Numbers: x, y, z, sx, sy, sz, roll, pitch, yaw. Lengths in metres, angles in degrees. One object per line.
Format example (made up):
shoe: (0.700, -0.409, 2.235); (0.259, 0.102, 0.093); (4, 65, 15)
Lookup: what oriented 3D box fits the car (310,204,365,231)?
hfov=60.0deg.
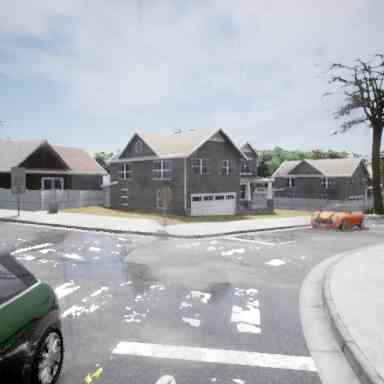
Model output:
car: (9.977, 1.608, 22.688); (4.553, 1.767, 2.097); (2, 0, -43)

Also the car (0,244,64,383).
car: (-2.690, 1.347, 2.177); (2.097, 1.767, 4.553); (0, 0, 3)
